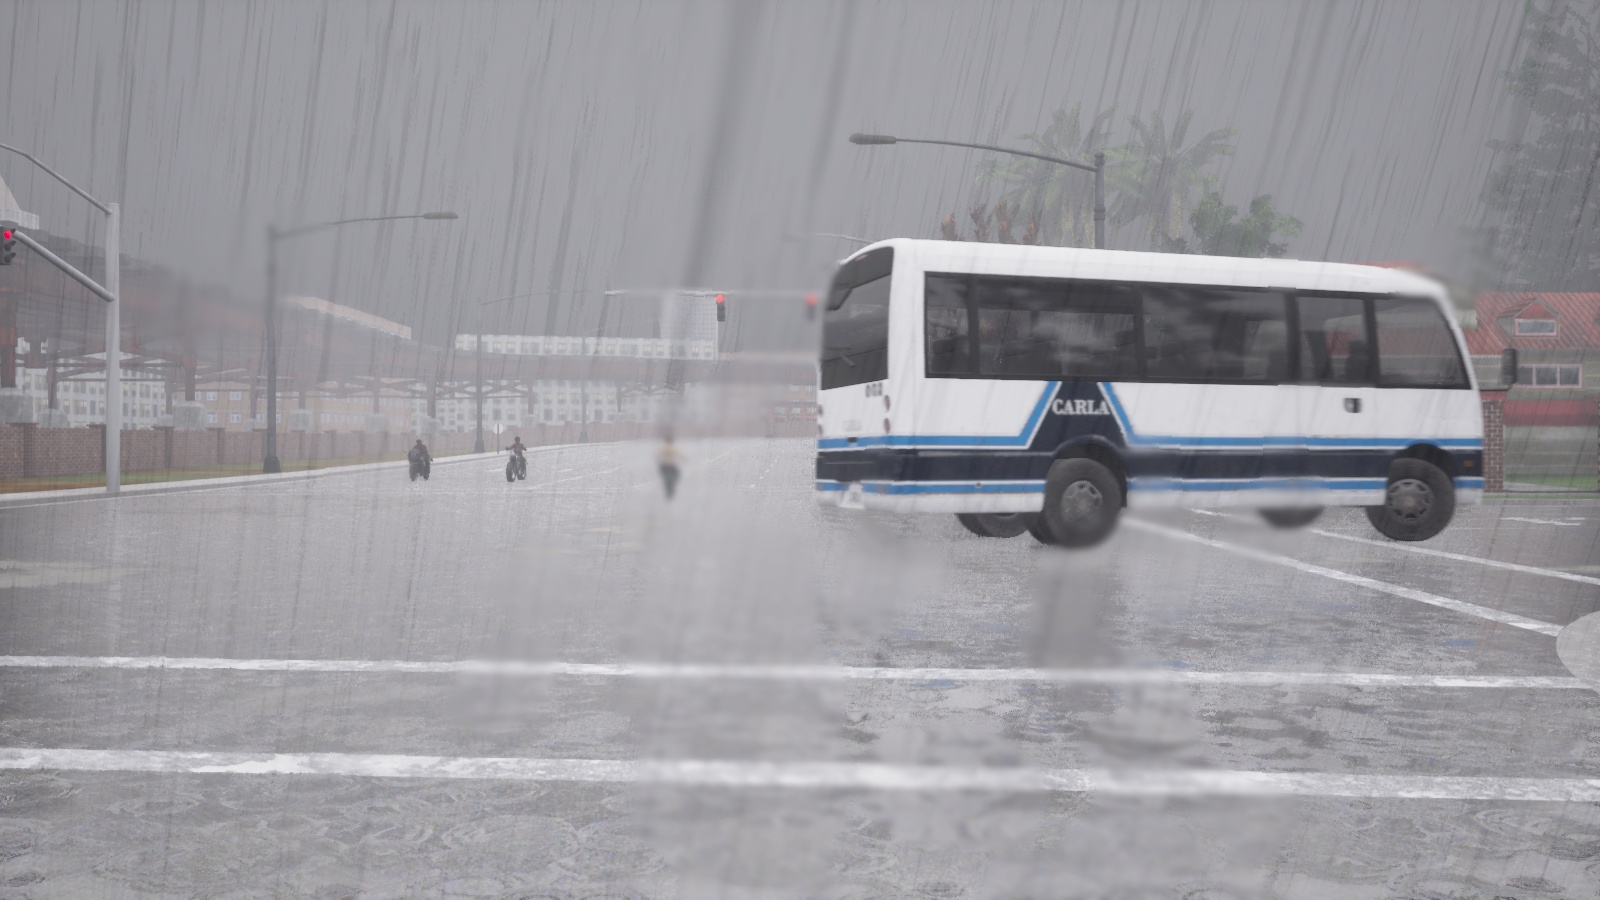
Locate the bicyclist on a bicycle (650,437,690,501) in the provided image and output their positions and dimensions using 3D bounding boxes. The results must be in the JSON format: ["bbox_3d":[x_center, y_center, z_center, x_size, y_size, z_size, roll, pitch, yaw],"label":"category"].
[{"bbox_3d":[-3.307,0.466,32.155,0.866,1.612,1.509,0,1,0],"label":"bicyclist on a bicycle"}]

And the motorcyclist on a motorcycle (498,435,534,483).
[{"bbox_3d":[-10.241,0.312,45.339,0.766,1.649,2.350,0,1,0],"label":"motorcyclist on a motorcycle"}]

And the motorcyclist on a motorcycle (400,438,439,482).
[{"bbox_3d":[-13.740,0.342,45.423,0.797,1.523,2.044,0,1,0],"label":"motorcyclist on a motorcycle"}]

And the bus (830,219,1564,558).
[{"bbox_3d":[5.961,-0.739,19.187,10.273,4.253,3.944,0,-1,-17],"label":"bus"}]
